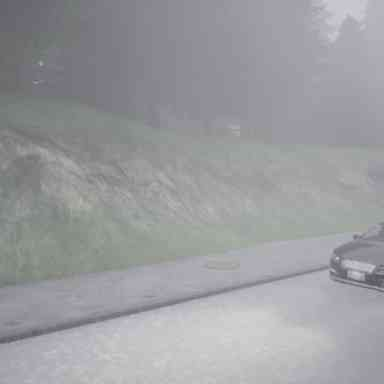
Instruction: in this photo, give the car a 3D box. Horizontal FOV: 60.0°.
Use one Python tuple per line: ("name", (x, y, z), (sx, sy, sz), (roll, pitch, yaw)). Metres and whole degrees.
("car", (5.459, 1.491, 8.410), (4.902, 1.511, 2.128), (0, 0, -35))
